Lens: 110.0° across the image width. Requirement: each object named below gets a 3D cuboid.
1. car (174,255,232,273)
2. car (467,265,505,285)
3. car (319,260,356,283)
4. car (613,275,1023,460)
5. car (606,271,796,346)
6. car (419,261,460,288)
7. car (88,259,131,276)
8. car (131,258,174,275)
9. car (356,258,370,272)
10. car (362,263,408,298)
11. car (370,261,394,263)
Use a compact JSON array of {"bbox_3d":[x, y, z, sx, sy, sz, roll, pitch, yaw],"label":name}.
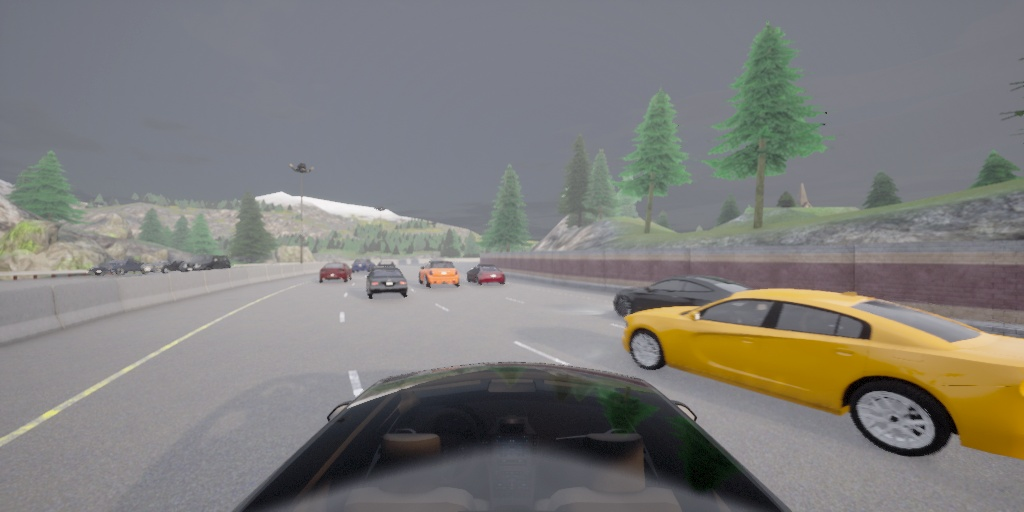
[{"bbox_3d":[-30.834,0.886,36.322,2.150,2.045,5.566,0,0,-13],"label":"car"},{"bbox_3d":[-1.977,1.322,26.172,1.994,1.385,4.181,0,0,-21],"label":"car"},{"bbox_3d":[-13.853,1.232,28.413,1.882,1.535,5.008,0,0,-18],"label":"car"},{"bbox_3d":[3.926,1.230,5.313,1.882,1.535,5.008,0,0,-30],"label":"car"},{"bbox_3d":[5.092,1.280,10.463,1.812,1.442,4.674,0,0,-29],"label":"car"},{"bbox_3d":[-5.009,1.108,24.318,2.097,1.767,4.553,0,0,-21],"label":"car"},{"bbox_3d":[-37.654,1.007,34.742,2.033,1.411,5.357,0,0,-13],"label":"car"},{"bbox_3d":[-34.247,0.994,35.547,2.128,1.511,4.902,0,0,-13],"label":"car"},{"bbox_3d":[-17.685,1.112,42.780,2.097,1.767,4.553,0,0,-12],"label":"car"},{"bbox_3d":[-6.556,1.301,18.635,2.033,1.411,5.357,0,0,-23],"label":"car"},{"bbox_3d":[-12.292,1.249,35.288,2.128,1.511,4.902,0,0,-16],"label":"car"}]
